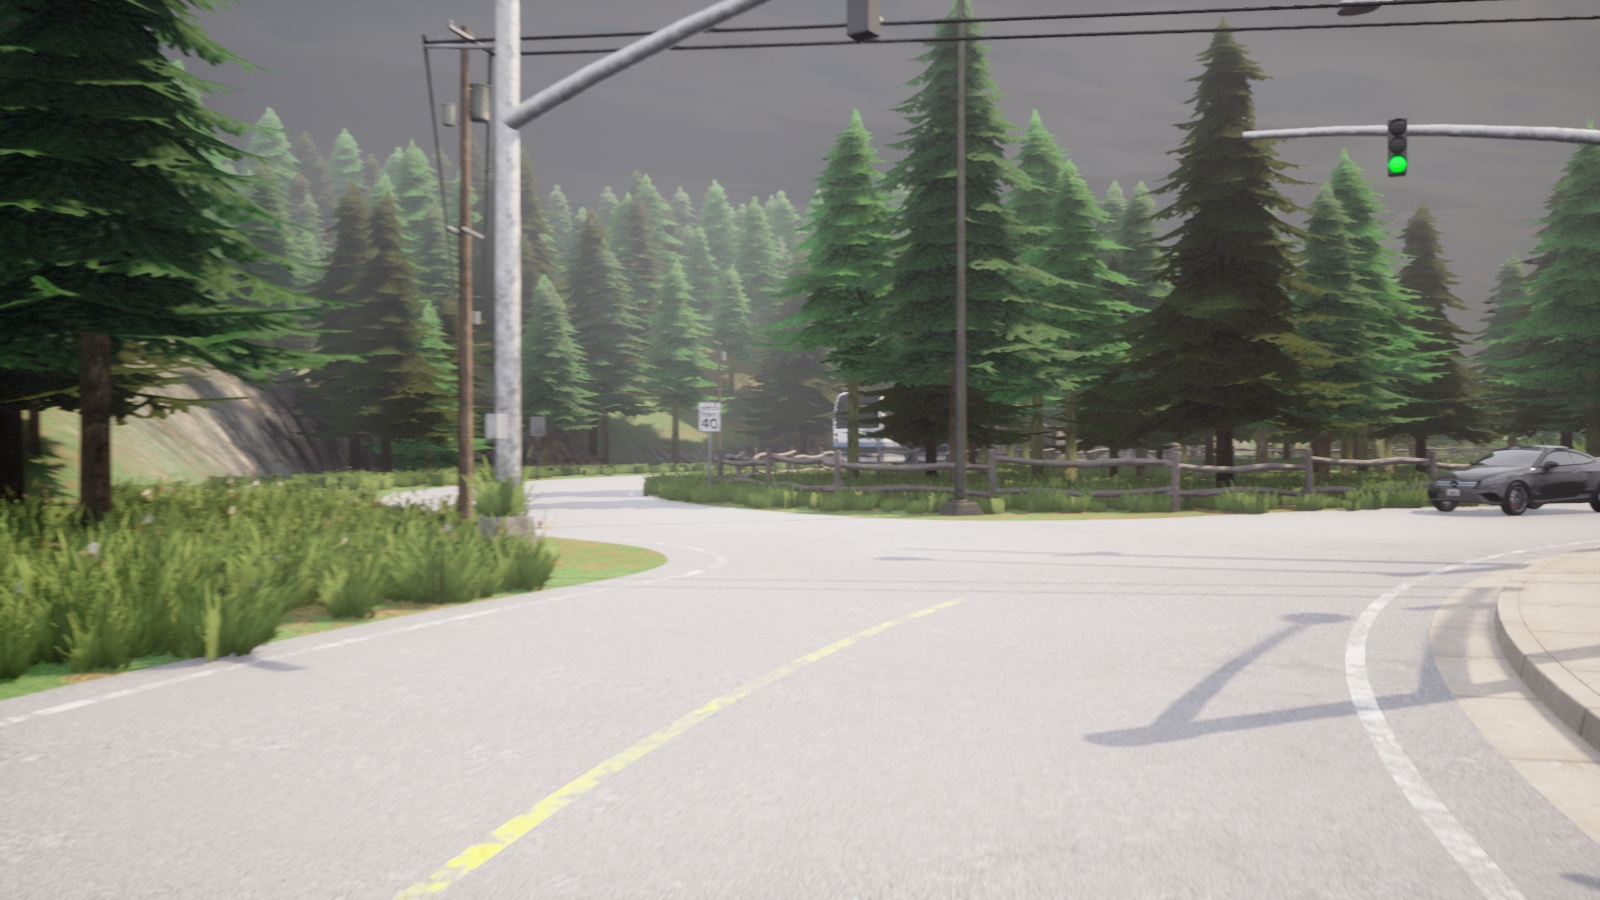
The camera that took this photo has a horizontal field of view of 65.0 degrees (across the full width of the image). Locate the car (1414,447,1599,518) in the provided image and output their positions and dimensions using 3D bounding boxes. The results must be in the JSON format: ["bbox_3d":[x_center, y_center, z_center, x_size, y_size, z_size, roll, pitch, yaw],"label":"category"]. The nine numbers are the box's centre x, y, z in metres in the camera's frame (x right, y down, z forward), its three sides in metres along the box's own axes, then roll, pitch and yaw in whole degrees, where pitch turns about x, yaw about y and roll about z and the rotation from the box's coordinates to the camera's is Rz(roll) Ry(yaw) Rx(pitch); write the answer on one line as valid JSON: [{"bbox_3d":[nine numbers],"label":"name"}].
[{"bbox_3d":[15.737,0.653,27.209,4.674,1.442,1.812,0,0,-25],"label":"car"}]

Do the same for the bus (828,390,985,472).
[{"bbox_3d":[6.143,-0.988,70.163,3.944,4.253,10.273,0,0,36],"label":"bus"}]
